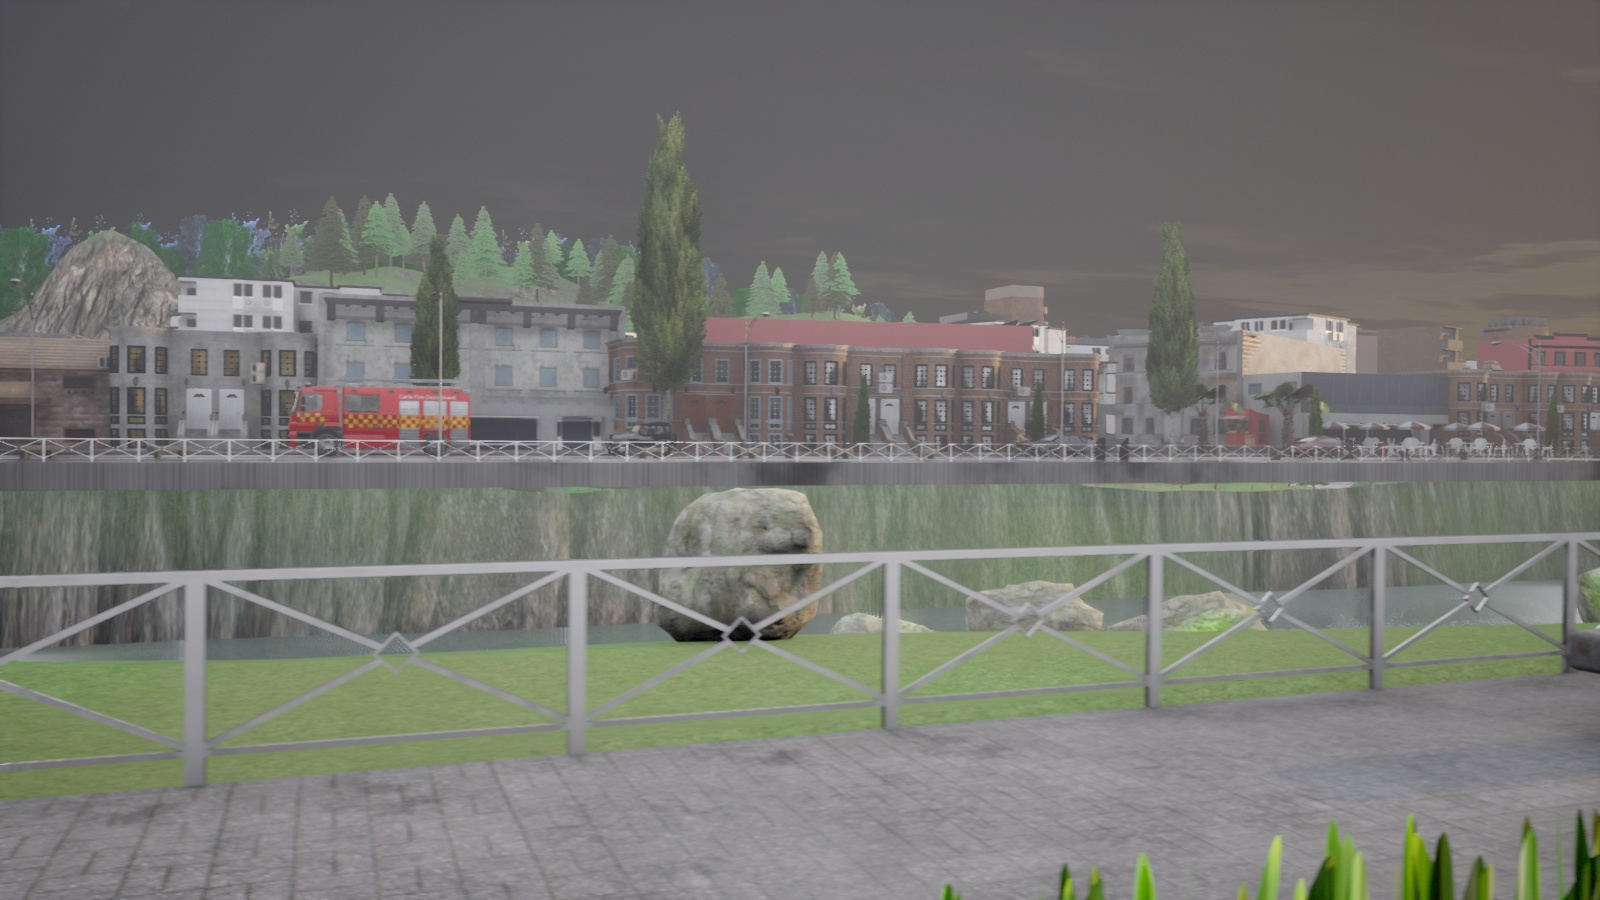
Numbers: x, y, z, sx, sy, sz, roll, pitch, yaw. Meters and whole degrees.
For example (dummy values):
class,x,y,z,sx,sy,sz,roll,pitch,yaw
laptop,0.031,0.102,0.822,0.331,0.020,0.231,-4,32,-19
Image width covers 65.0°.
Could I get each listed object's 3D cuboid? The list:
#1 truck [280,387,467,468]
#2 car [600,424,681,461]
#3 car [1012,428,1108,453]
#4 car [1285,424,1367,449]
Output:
class,x,y,z,sx,sy,sz,roll,pitch,yaw
truck,-20.910,-1.148,61.754,8.468,3.827,2.891,-1,1,-21
car,-8.449,-0.411,66.460,3.866,1.878,1.905,-1,1,-21
car,15.649,-0.593,75.544,5.357,1.411,2.033,-1,1,-21
car,32.523,-0.848,77.628,4.674,1.442,1.812,-1,1,-21
